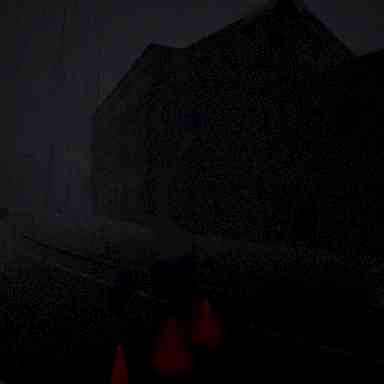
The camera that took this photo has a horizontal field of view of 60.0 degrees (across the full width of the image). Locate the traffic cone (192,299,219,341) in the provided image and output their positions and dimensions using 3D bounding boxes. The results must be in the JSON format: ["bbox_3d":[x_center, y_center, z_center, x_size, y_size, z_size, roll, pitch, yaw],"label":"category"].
[{"bbox_3d":[0.224,2.031,5.386,0.340,0.580,0.340,0,-1,31],"label":"traffic cone"}]

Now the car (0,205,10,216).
[{"bbox_3d":[-24.771,2.408,42.016,1.882,1.535,5.008,-2,-1,-9],"label":"car"}]

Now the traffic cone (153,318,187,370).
[{"bbox_3d":[-0.291,2.018,4.535,0.340,0.580,0.340,0,-1,30],"label":"traffic cone"}]

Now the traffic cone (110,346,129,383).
[{"bbox_3d":[-0.806,2.004,3.679,0.340,0.580,0.340,0,-1,30],"label":"traffic cone"}]
